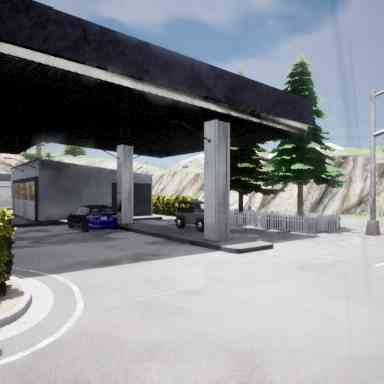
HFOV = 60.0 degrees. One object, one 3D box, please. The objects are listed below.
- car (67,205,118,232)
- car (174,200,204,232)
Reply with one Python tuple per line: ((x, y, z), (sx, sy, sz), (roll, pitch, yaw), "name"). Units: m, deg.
((-6.675, 1.672, 22.129), (2.242, 1.667, 4.611), (0, 0, -37), "car")
((0.456, 1.505, 21.989), (1.905, 1.878, 3.866), (0, 0, -36), "car")
